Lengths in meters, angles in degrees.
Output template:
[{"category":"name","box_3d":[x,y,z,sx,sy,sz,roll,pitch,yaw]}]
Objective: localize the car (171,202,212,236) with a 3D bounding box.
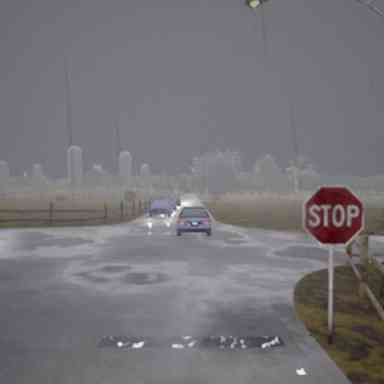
[{"category":"car","box_3d":[0.102,1.561,18.755,2.033,1.411,5.357,0,1,0]}]

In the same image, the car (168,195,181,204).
[{"category":"car","box_3d":[-2.885,1.461,41.544,2.128,1.511,4.902,0,0,0]}]

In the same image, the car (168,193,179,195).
[{"category":"car","box_3d":[-2.885,1.174,52.224,2.150,2.045,5.566,0,0,0]}]

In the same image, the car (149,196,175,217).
[{"category":"car","box_3d":[-2.838,1.461,31.109,1.882,1.535,5.008,0,0,-1]}]
